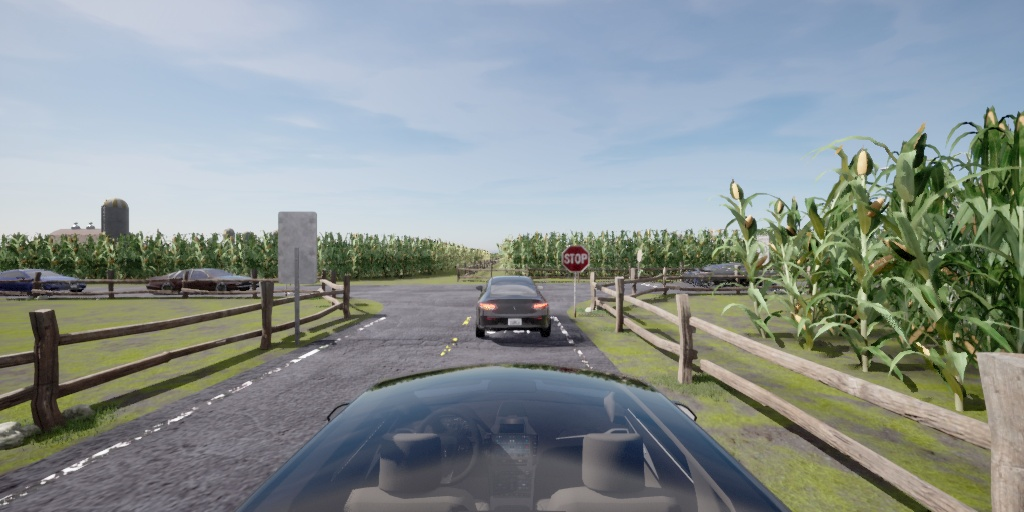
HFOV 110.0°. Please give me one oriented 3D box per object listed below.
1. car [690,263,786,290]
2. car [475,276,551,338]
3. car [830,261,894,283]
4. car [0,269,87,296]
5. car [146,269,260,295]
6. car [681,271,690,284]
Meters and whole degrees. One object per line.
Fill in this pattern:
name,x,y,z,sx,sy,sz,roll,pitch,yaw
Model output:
car,13.251,1.147,20.422,4.902,1.511,2.128,0,0,0
car,-0.041,1.275,10.132,1.812,1.442,4.674,0,0,-3
car,23.563,1.073,23.351,4.892,1.490,1.837,0,0,0
car,-27.375,1.487,20.485,4.674,1.442,1.812,0,0,0
car,-17.528,1.429,20.472,5.357,1.411,2.033,0,0,0
car,13.374,1.199,23.376,4.181,1.385,1.994,0,0,0
